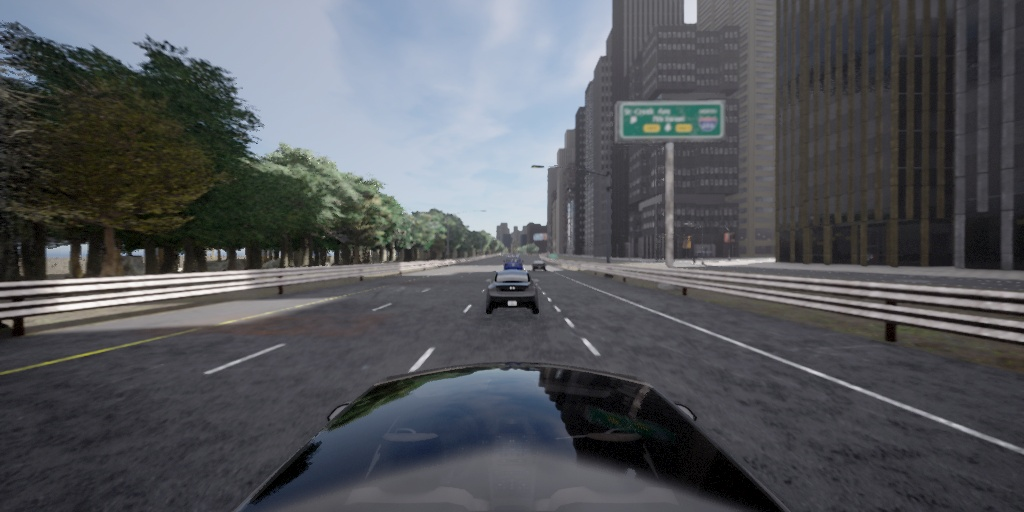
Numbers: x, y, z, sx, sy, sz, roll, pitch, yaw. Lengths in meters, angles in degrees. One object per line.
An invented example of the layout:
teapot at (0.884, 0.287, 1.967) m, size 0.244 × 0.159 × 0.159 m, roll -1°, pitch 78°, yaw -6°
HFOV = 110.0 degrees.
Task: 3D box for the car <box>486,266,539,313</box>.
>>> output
car at (0.017, 1.316, 14.218) m, size 1.837 × 1.490 × 4.892 m, roll 0°, pitch 0°, yaw 0°

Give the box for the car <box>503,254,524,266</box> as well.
car at (0.168, 1.094, 41.793) m, size 2.150 × 2.045 × 5.566 m, roll 0°, pitch 0°, yaw 0°

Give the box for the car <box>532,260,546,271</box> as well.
car at (3.845, 1.339, 51.504) m, size 1.882 × 1.535 × 5.008 m, roll 0°, pitch 0°, yaw 1°
